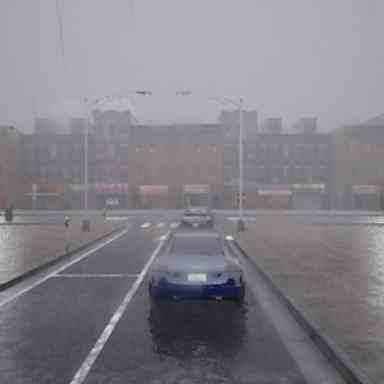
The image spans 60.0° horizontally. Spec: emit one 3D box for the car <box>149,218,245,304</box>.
[{"bbox_3d":[0.106,1.594,8.308,1.994,1.385,4.181,0,0,0],"label":"car"}]

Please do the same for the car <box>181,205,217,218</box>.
[{"bbox_3d":[0.421,1.565,20.176,2.128,1.511,4.902,0,0,5],"label":"car"}]
